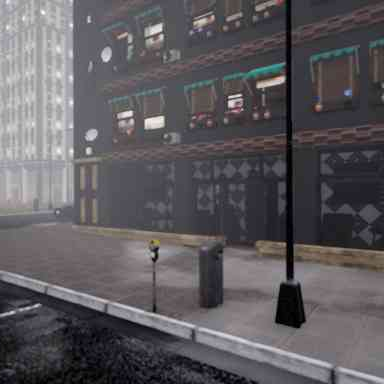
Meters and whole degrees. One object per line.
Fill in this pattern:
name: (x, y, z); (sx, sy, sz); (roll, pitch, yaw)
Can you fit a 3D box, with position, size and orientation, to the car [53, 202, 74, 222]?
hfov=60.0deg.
car: (-7.320, 1.294, 22.841); (1.947, 1.339, 4.313); (1, 1, 35)
